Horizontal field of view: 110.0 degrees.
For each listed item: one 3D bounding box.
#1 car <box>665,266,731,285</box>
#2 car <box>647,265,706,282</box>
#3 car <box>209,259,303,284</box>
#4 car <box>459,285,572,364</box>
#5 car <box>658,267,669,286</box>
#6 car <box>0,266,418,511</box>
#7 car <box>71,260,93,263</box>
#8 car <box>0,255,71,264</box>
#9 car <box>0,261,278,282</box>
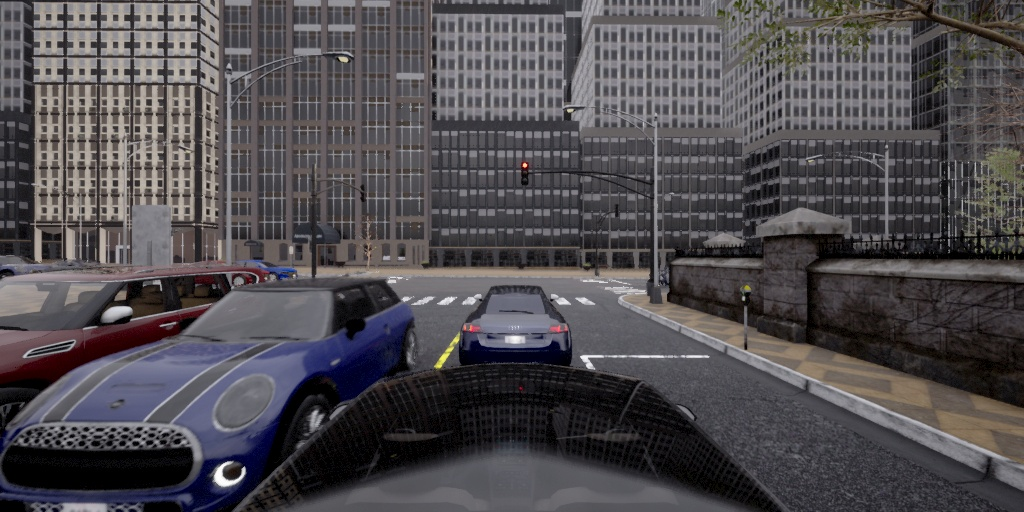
[{"bbox_3d":[14.510,1.510,28.119,4.181,1.385,1.994,1,0,-1],"label":"car"},{"bbox_3d":[14.327,1.515,31.368,4.181,1.385,1.994,1,0,-1],"label":"car"},{"bbox_3d":[-17.253,1.026,24.318,5.008,1.535,1.882,1,0,0],"label":"car"},{"bbox_3d":[0.088,1.314,7.767,1.994,1.385,4.181,0,0,1],"label":"car"},{"bbox_3d":[12.279,1.475,24.643,4.181,1.385,1.994,1,0,-1],"label":"car"},{"bbox_3d":[-2.780,1.102,4.606,2.097,1.767,4.553,0,0,1],"label":"car"},{"bbox_3d":[-29.151,0.965,24.158,4.181,1.385,1.994,1,0,-1],"label":"car"},{"bbox_3d":[-29.445,0.743,20.905,4.553,1.767,2.097,1,0,-1],"label":"car"},{"bbox_3d":[-5.364,1.065,4.749,2.192,1.841,5.009,0,0,0],"label":"car"}]
